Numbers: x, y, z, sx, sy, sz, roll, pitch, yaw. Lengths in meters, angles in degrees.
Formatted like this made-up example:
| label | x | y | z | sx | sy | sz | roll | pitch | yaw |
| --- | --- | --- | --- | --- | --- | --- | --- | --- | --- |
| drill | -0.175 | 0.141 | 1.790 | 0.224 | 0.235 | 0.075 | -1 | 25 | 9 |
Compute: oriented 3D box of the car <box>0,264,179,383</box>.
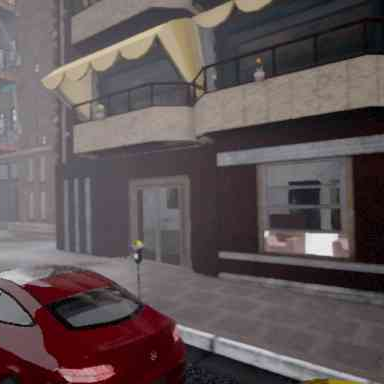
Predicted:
| label | x | y | z | sx | sy | sz | roll | pitch | yaw |
| --- | --- | --- | --- | --- | --- | --- | --- | --- | --- |
| car | -2.006 | 1.592 | 4.176 | 4.206 | 1.307 | 1.802 | 0 | -2 | 36 |

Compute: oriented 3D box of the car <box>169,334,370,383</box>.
| label | x | y | z | sx | sy | sz | roll | pitch | yaw |
| --- | --- | --- | --- | --- | --- | --- | --- | --- | --- |
| car | 2.357 | 1.522 | 1.065 | 4.829 | 1.417 | 1.752 | 0 | -2 | 36 |
